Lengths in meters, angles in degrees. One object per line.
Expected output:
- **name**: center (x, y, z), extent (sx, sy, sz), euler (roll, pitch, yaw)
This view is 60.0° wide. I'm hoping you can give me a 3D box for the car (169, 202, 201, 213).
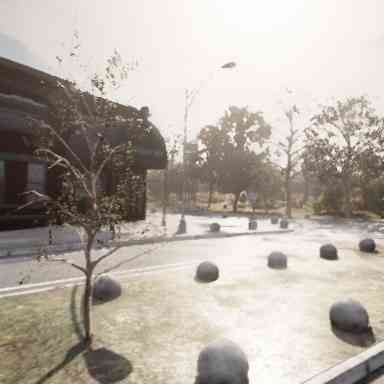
- **car**: center (-0.901, 2.004, 43.340), extent (4.181, 1.385, 1.994), euler (1, -1, 35)
